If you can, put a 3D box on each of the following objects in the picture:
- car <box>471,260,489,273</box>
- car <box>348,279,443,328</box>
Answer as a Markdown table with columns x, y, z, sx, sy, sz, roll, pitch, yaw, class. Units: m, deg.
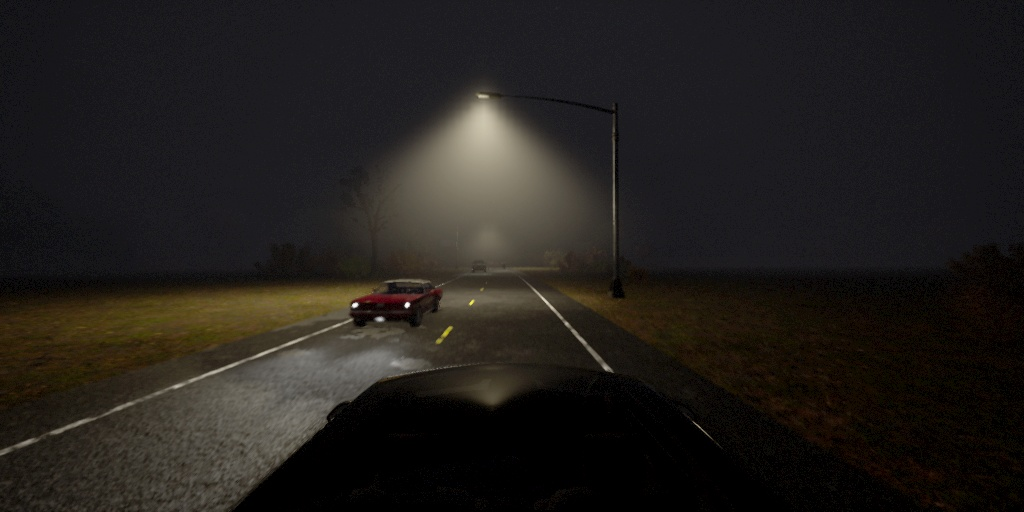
| x | y | z | sx | sy | sz | roll | pitch | yaw | class |
| --- | --- | --- | --- | --- | --- | --- | --- | --- | --- |
| -5.076 | 1.584 | 55.486 | 2.150 | 2.045 | 5.566 | 0 | -1 | -3 | car |
| -3.674 | 1.474 | 12.132 | 1.895 | 1.301 | 4.718 | 0 | -1 | -1 | car |
